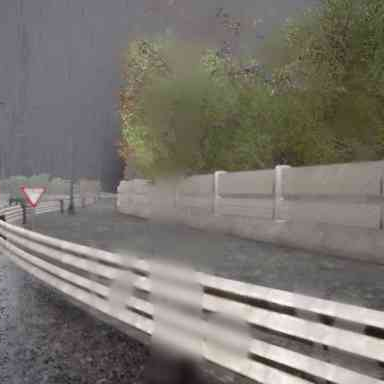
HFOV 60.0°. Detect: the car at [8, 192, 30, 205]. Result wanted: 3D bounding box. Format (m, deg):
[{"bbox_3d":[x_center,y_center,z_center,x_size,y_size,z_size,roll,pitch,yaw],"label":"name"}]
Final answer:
[{"bbox_3d":[-28.489,0.980,54.941,2.150,2.045,5.566,0,0,-13],"label":"car"}]
